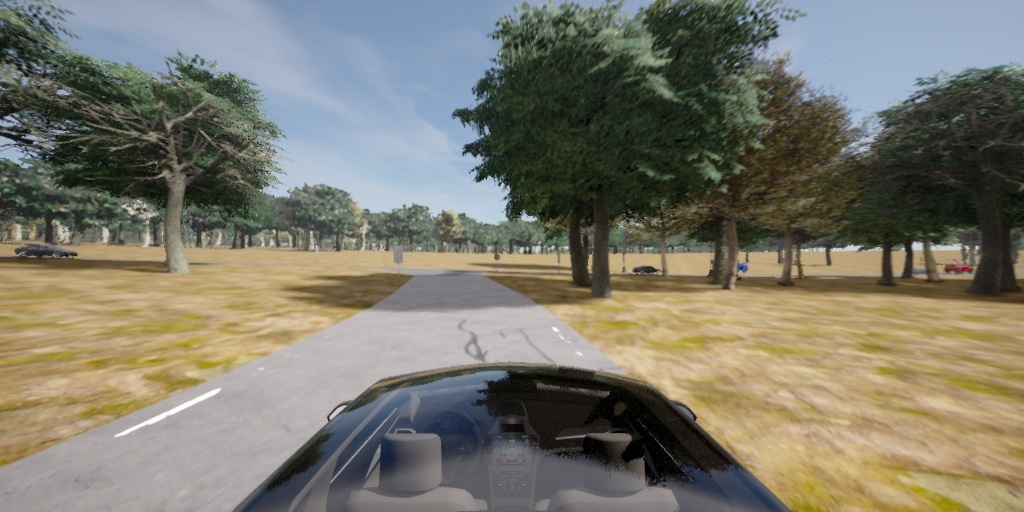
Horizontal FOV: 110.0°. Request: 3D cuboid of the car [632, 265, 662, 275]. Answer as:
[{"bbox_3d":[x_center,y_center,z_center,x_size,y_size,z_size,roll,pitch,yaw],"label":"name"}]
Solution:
[{"bbox_3d":[22.272,2.278,59.017,4.892,1.490,1.837,2,-2,-14],"label":"car"}]
